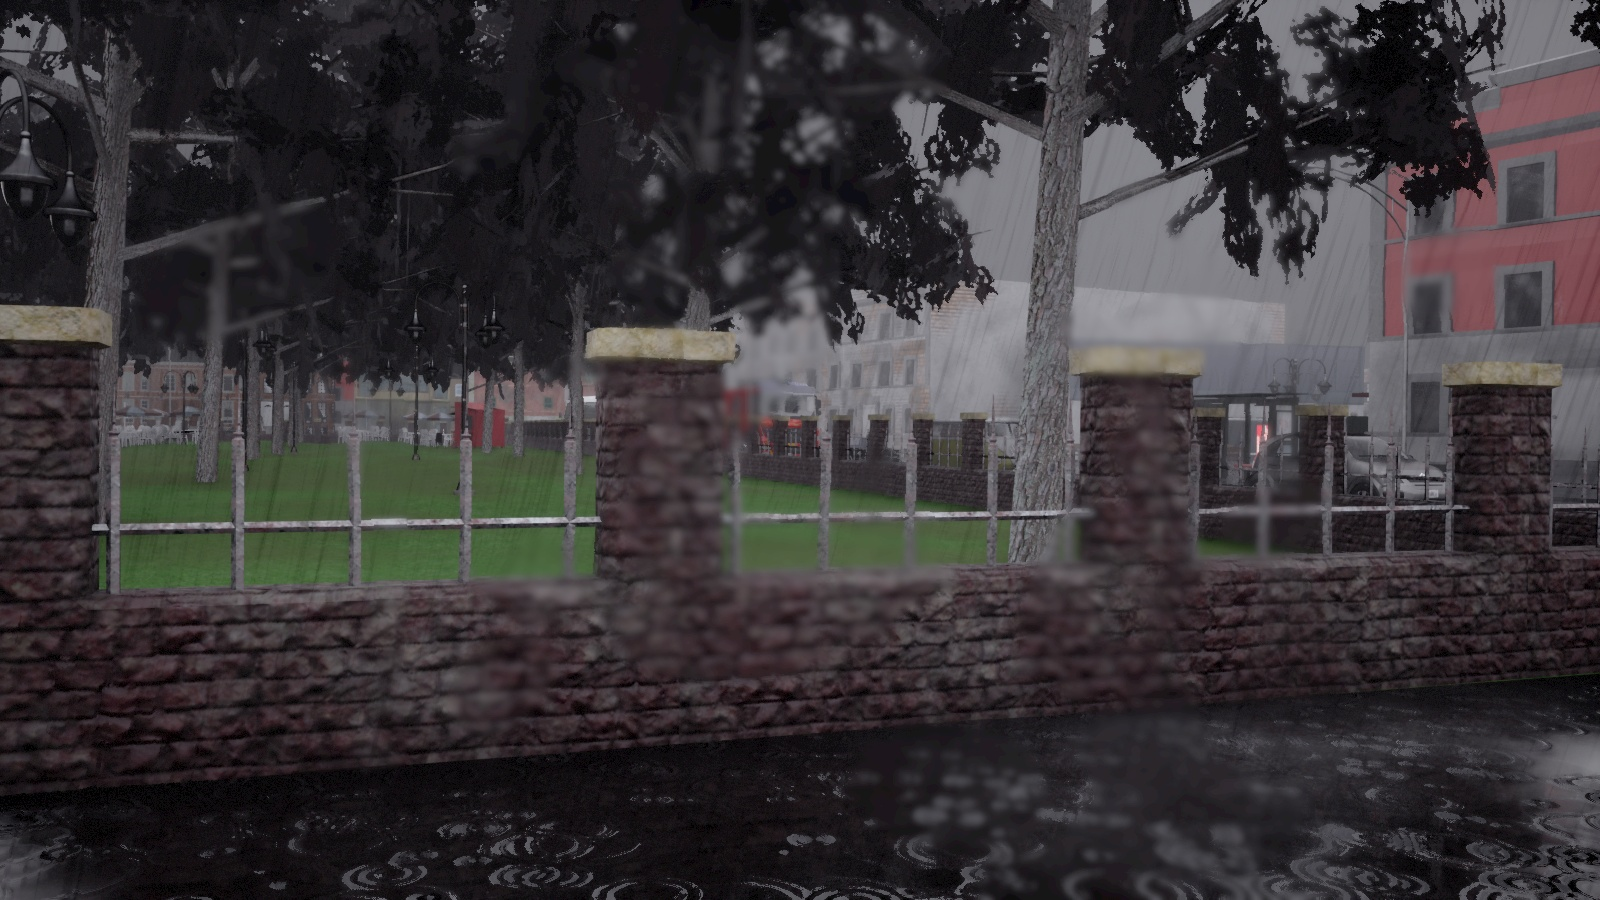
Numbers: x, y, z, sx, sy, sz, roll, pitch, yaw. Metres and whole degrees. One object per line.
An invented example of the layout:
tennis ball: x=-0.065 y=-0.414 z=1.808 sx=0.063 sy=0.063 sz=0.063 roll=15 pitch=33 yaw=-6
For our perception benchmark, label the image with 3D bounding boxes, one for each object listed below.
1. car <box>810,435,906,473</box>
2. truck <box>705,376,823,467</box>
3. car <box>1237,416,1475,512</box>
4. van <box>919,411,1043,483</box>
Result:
car: x=2.087 y=0.118 z=46.563 sx=1.895 sy=1.301 sz=4.718 roll=-1 pitch=1 yaw=-20
truck: x=-1.803 y=-1.282 z=57.441 sx=2.891 sy=3.827 sz=8.468 roll=-1 pitch=1 yaw=-20
car: x=10.278 y=0.202 z=23.553 sx=1.851 sy=1.617 sz=3.988 roll=-1 pitch=1 yaw=-19
van: x=5.323 y=-0.116 z=37.445 sx=1.775 sy=1.987 sz=4.442 roll=-1 pitch=1 yaw=-20
